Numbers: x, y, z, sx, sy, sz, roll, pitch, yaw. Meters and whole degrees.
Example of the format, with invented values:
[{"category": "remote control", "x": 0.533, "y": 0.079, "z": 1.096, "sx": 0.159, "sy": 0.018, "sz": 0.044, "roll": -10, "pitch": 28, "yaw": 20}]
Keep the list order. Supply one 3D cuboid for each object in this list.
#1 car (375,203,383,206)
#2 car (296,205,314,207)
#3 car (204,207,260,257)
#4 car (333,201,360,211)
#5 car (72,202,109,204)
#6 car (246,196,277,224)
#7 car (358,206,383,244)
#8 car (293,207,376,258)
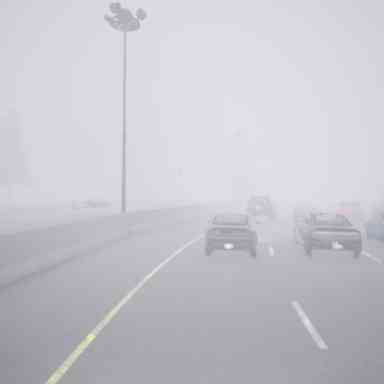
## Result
[{"category": "car", "x": 17.509, "y": 1.712, "z": 30.040, "sx": 2.128, "sy": 1.511, "sz": 4.902, "roll": 0, "pitch": 0, "yaw": 18}, {"category": "car", "x": 9.675, "y": 1.757, "z": 28.576, "sx": 1.895, "sy": 1.301, "sz": 4.718, "roll": 0, "pitch": 0, "yaw": 18}, {"category": "car", "x": 1.653, "y": 1.554, "z": 13.299, "sx": 1.837, "sy": 1.490, "sz": 4.892, "roll": 0, "pitch": -1, "yaw": 11}, {"category": "car", "x": 13.538, "y": 1.539, "z": 29.109, "sx": 2.097, "sy": 1.767, "sz": 4.553, "roll": 0, "pitch": 0, "yaw": 18}, {"category": "car", "x": -10.523, "y": 1.231, "z": 34.731, "sx": 1.895, "sy": 1.301, "sz": 4.718, "roll": 0, "pitch": 0, "yaw": 18}, {"category": "car", "x": 5.991, "y": 1.349, "z": 28.547, "sx": 2.150, "sy": 2.045, "sz": 5.566, "roll": 0, "pitch": 0, "yaw": 18}, {"category": "car", "x": 9.133, "y": 1.590, "z": 14.714, "sx": 1.882, "sy": 1.535, "sz": 5.008, "roll": 0, "pitch": 0, "yaw": 14}, {"category": "car", "x": 5.202, "y": 1.570, "z": 13.206, "sx": 2.128, "sy": 1.511, "sz": 4.902, "roll": 0, "pitch": 0, "yaw": 11}]
